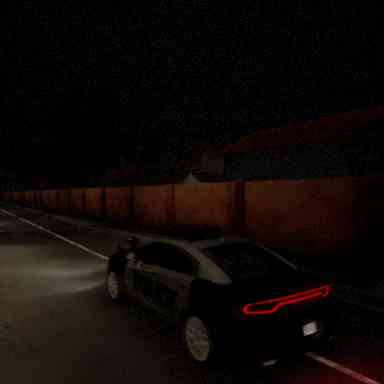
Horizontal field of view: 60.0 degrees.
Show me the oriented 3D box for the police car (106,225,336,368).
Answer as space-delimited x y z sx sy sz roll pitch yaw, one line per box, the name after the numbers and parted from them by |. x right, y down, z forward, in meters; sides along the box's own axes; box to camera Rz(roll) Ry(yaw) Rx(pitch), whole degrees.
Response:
-0.036 1.439 6.132 1.930 1.638 5.238 0 0 -34 | police car
